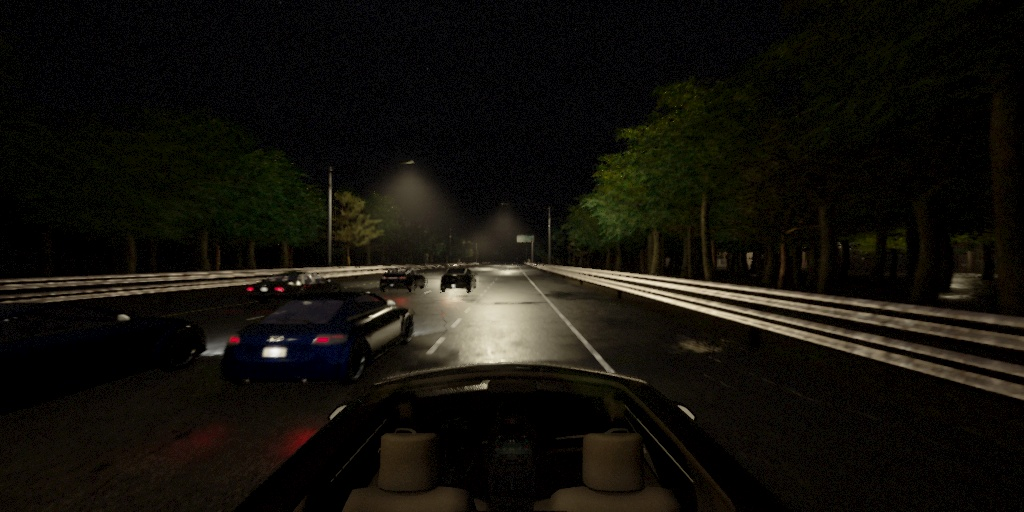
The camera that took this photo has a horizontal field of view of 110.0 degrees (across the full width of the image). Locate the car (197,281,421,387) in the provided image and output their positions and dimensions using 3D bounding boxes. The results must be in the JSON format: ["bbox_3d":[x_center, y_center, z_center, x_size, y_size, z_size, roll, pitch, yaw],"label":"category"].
[{"bbox_3d":[-3.400,1.370,7.146,1.994,1.385,4.181,0,-1,0],"label":"car"}]

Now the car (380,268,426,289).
[{"bbox_3d":[-6.878,1.503,23.004,2.128,1.511,4.902,0,-1,0],"label":"car"}]

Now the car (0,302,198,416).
[{"bbox_3d":[-6.900,1.349,5.205,1.994,1.385,4.181,0,-1,0],"label":"car"}]

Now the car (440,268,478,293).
[{"bbox_3d":[-3.377,1.519,23.153,1.837,1.490,4.892,0,-1,0],"label":"car"}]

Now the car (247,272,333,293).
[{"bbox_3d":[-10.387,1.482,17.534,2.033,1.411,5.357,0,-1,0],"label":"car"}]
